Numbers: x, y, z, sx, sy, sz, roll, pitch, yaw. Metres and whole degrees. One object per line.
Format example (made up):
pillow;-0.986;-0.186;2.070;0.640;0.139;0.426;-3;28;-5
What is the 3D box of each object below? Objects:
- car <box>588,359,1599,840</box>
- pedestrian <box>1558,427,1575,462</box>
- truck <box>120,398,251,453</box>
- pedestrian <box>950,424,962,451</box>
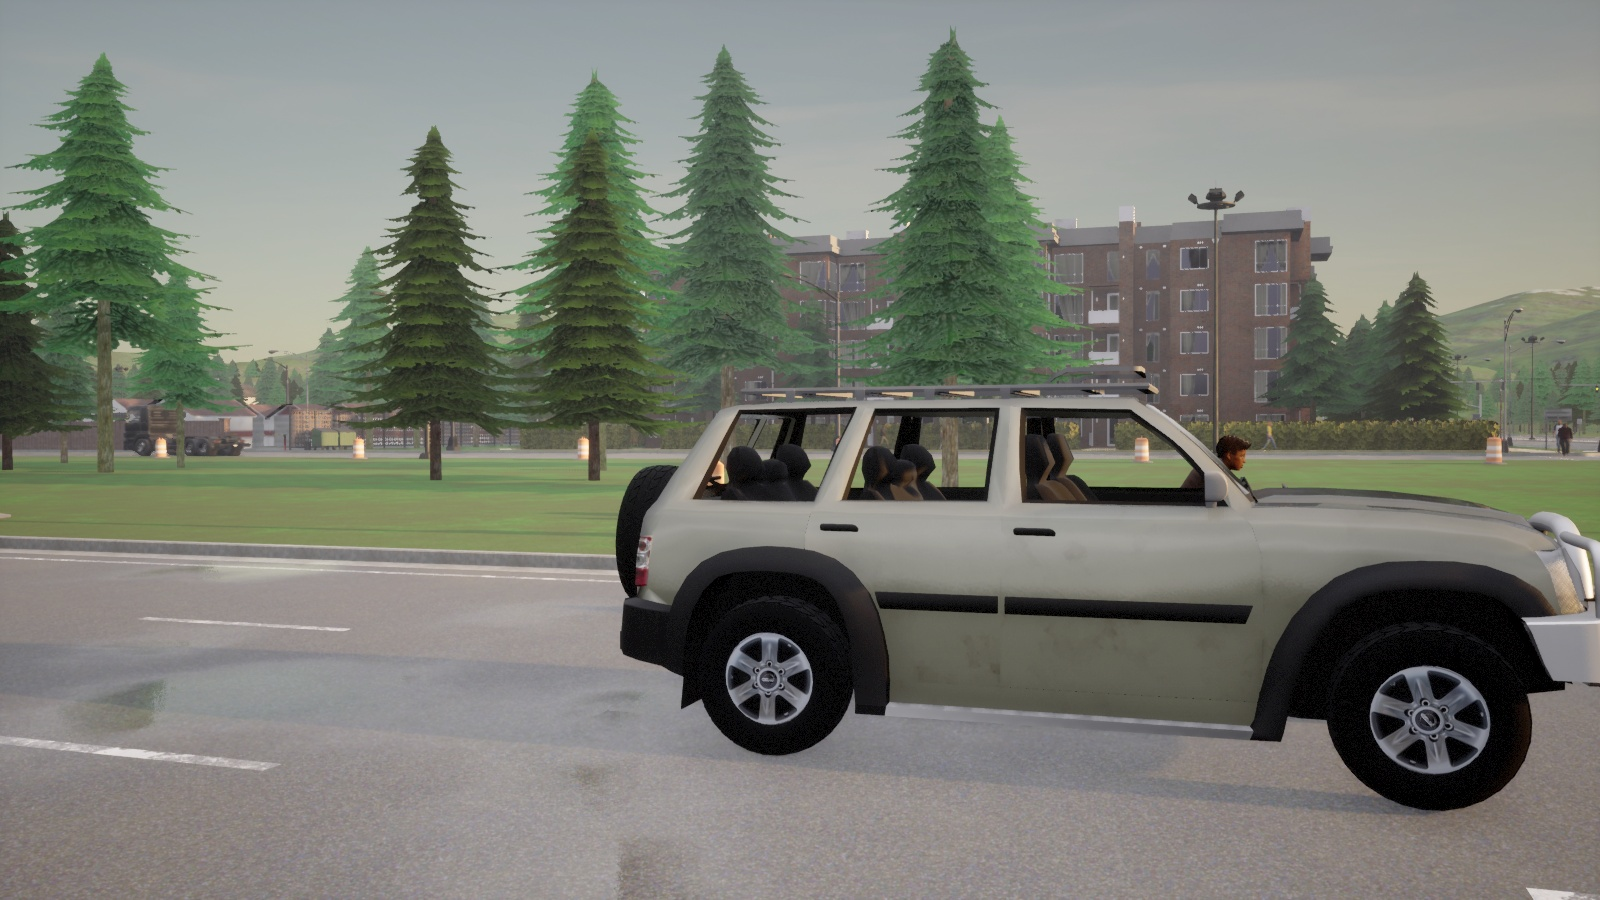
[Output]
car;1.444;0.546;6.396;4.605;1.855;1.932;1;1;18
pedestrian;40.262;-0.287;65.990;0.634;1.844;0.899;1;1;23
truck;-39.918;-1.612;81.599;7.936;3.462;2.891;1;1;19
pedestrian;10.402;-0.843;83.544;0.726;1.835;0.370;1;1;18
